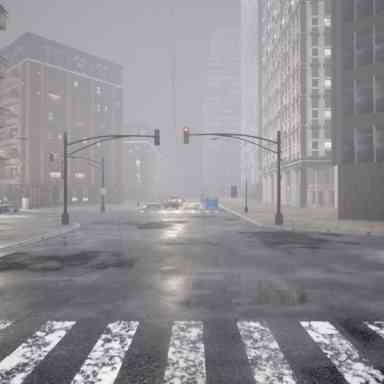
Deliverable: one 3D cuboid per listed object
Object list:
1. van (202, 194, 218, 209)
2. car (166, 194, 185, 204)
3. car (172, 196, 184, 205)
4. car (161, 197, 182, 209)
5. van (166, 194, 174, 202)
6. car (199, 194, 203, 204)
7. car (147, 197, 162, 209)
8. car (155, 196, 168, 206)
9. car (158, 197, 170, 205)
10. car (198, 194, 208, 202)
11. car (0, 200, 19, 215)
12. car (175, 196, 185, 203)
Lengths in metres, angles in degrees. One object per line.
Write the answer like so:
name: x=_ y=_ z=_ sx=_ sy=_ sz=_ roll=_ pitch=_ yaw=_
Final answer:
van: x=2.669 y=1.387 z=45.905 sx=1.690 sy=1.788 sz=3.998 roll=0 pitch=0 yaw=0
car: x=-2.705 y=1.415 z=54.177 sx=2.097 sy=1.767 sz=4.553 roll=0 pitch=0 yaw=0
car: x=-2.657 y=1.580 z=64.017 sx=2.128 sy=1.511 sz=4.902 roll=0 pitch=0 yaw=1
car: x=-2.730 y=1.645 z=45.051 sx=1.895 sy=1.301 sz=4.718 roll=0 pitch=0 yaw=0
van: x=-5.139 y=1.475 z=79.236 sx=1.690 sy=1.788 sz=3.998 roll=0 pitch=0 yaw=0
car: x=2.716 y=1.645 z=68.114 sx=1.887 sy=1.381 sz=4.507 roll=0 pitch=0 yaw=0
car: x=-5.212 y=1.571 z=45.752 sx=1.752 sy=1.417 sz=4.829 roll=0 pitch=0 yaw=0
car: x=-5.188 y=1.510 z=57.028 sx=1.967 sy=1.590 sz=4.097 roll=0 pitch=0 yaw=0
car: x=-5.176 y=1.651 z=62.580 sx=1.947 sy=1.339 sz=4.313 roll=0 pitch=0 yaw=0
car: x=2.752 y=1.468 z=84.773 sx=2.192 sy=1.841 sz=5.009 roll=0 pitch=0 yaw=0
car: x=-20.713 y=1.677 z=36.364 sx=4.902 sy=1.511 sz=2.128 roll=0 pitch=0 yaw=39
car: x=-2.589 y=1.669 z=73.899 sx=1.994 sy=1.385 sz=4.181 roll=0 pitch=0 yaw=0
